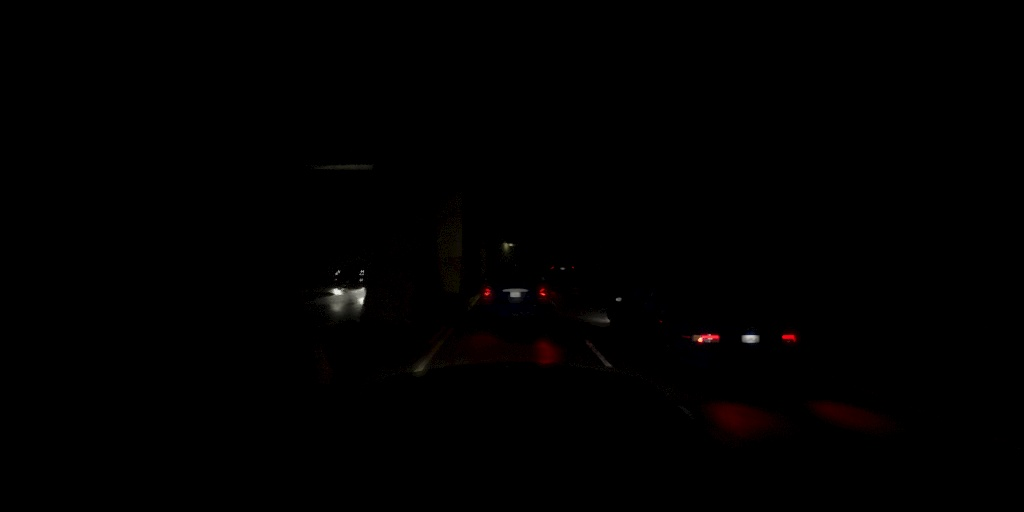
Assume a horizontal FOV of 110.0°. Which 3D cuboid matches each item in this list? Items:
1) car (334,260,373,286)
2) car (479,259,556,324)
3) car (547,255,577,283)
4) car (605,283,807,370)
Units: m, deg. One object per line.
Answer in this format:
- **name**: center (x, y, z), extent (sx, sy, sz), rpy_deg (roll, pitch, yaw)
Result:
- **car**: center (-10.598, 1.106, 25.316), extent (2.097, 1.767, 4.553), rpy_deg (0, 0, 0)
- **car**: center (0.100, 1.104, 12.187), extent (2.097, 1.767, 4.553), rpy_deg (0, 0, 0)
- **car**: center (3.600, 0.976, 27.916), extent (2.150, 2.045, 5.566), rpy_deg (0, 0, 0)
- **car**: center (3.600, 1.299, 7.922), extent (2.033, 1.411, 5.357), rpy_deg (0, 0, 0)
